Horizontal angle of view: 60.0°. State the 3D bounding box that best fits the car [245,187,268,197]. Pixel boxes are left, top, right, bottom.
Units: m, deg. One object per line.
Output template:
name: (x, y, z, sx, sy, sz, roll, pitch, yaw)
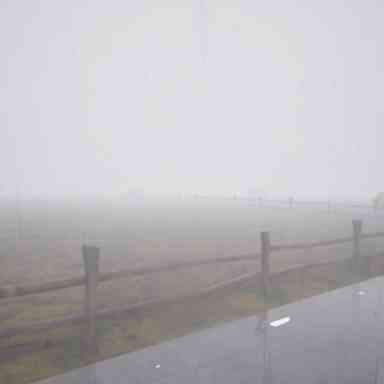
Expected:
car: (13.885, 0.006, 71.694, 2.150, 2.045, 5.566, 1, 0, -35)
